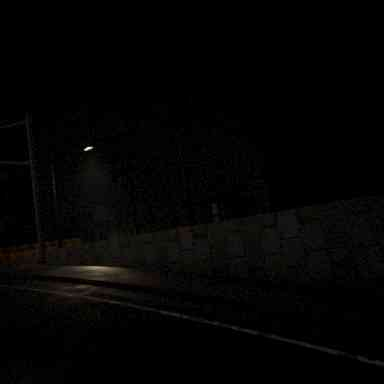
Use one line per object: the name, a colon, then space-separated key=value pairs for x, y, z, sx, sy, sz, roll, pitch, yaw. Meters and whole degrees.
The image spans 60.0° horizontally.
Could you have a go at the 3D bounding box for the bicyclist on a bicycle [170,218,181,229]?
bicyclist on a bicycle: x=-1.320 y=2.914 z=27.272 sx=1.656 sy=1.620 sz=0.582 roll=-14 pitch=-8 yaw=36
